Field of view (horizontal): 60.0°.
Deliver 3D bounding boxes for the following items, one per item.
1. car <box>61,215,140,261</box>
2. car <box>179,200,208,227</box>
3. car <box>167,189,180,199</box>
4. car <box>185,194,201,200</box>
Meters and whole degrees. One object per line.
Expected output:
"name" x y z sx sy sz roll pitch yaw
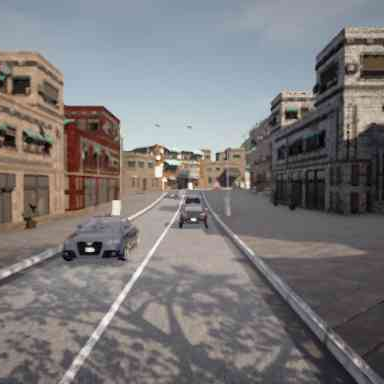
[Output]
"car" -3.099 1.558 12.060 1.994 1.385 4.181 0 0 0
"car" 0.099 1.512 22.521 1.812 1.442 4.674 0 0 0
"car" -3.070 0.246 54.429 1.812 1.442 4.674 0 4 0
"car" 0.097 0.959 42.209 1.882 1.535 5.008 0 3 0
